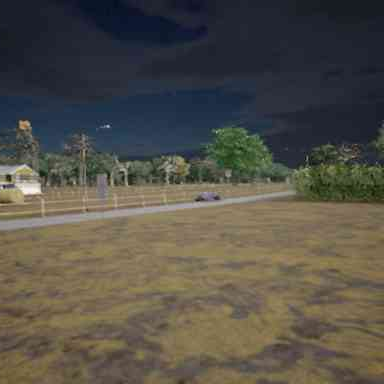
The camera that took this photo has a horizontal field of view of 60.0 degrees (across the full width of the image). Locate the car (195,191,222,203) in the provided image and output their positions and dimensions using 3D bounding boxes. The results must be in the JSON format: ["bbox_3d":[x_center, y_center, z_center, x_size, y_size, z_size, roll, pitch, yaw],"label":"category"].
[{"bbox_3d":[2.111,0.580,42.164,1.994,1.385,4.181,-2,1,36],"label":"car"}]
